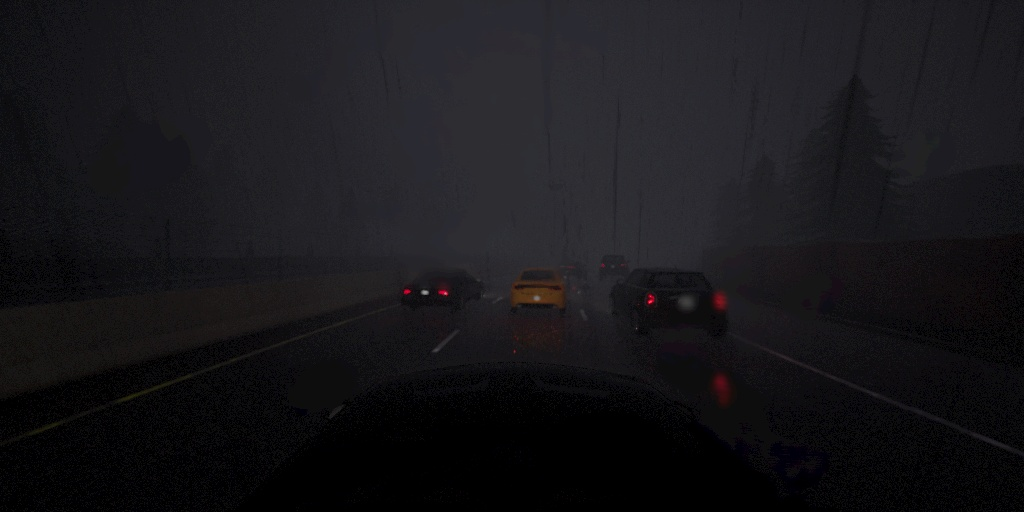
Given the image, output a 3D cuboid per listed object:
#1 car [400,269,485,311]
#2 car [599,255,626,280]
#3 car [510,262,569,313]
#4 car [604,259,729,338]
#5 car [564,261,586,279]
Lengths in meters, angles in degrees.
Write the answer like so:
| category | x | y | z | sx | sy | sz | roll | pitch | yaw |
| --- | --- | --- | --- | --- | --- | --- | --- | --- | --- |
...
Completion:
| category | x | y | z | sx | sy | sz | roll | pitch | yaw |
| --- | --- | --- | --- | --- | --- | --- | --- | --- | --- |
| car | -2.451 | 1.211 | 14.002 | 2.033 | 1.411 | 5.357 | 1 | 0 | 8 |
| car | 8.604 | 0.904 | 30.053 | 2.150 | 2.045 | 5.566 | 0 | 0 | 19 |
| car | 1.122 | 1.175 | 13.853 | 1.882 | 1.535 | 5.008 | 0 | 0 | 8 |
| car | 4.243 | 1.095 | 10.451 | 2.097 | 1.767 | 4.553 | 1 | 0 | 5 |
| car | 5.252 | 1.138 | 30.910 | 2.128 | 1.511 | 4.902 | 1 | 0 | 19 |
